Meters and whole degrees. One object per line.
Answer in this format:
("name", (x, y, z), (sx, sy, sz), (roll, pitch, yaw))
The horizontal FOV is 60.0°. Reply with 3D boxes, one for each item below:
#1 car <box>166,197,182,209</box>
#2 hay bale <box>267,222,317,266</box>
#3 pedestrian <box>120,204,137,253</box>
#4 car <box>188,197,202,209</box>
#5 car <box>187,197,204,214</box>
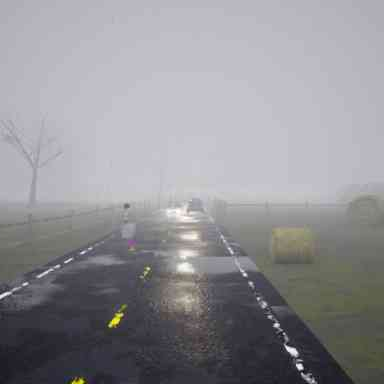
("car", (-2.479, 1.494, 46.677), (2.128, 1.511, 4.902), (0, 0, 1))
("hay bale", (3.223, 1.652, 10.851), (1.220, 1.180, 1.240), (1, 1, 0))
("pedestrian", (-2.335, 1.290, 12.377), (0.375, 1.860, 0.375), (-1, 1, 4))
("car", (0.444, 1.480, 47.482), (1.882, 1.535, 5.008), (0, 0, 1))
("car", (0.377, 1.546, 36.118), (2.033, 1.411, 5.357), (0, 0, 1))
